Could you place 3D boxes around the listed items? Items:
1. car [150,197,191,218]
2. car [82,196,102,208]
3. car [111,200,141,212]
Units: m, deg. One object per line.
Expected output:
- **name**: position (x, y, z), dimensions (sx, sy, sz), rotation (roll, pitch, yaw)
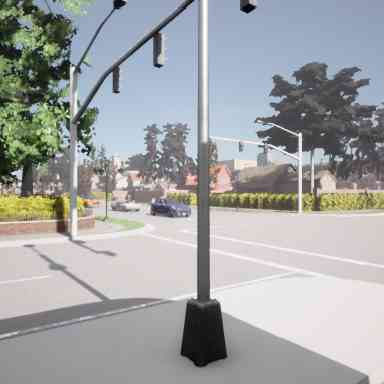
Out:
- **car**: position (-2.005, 1.352, 30.831), dimensions (2.097, 1.767, 4.553), rotation (0, 0, -36)
- **car**: position (-14.748, 1.352, 48.460), dimensions (2.097, 1.767, 4.553), rotation (0, 0, -36)
- **car**: position (-7.745, 1.601, 38.770), dimensions (1.895, 1.301, 4.718), rotation (0, 0, -36)
